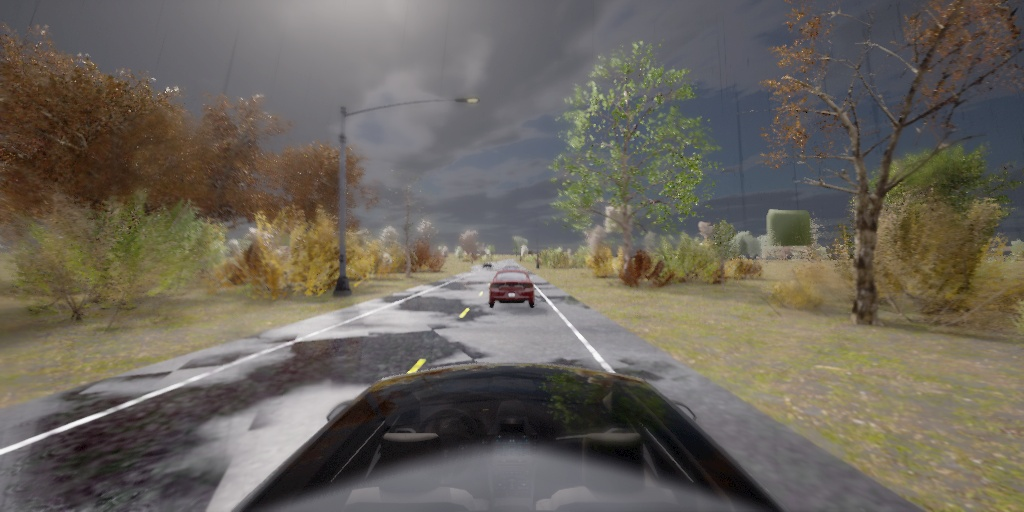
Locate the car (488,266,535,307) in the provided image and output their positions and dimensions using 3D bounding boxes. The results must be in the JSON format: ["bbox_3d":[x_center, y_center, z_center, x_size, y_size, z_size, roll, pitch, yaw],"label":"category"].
[{"bbox_3d":[-0.010,1.364,16.352,1.882,1.535,5.008,0,0,0],"label":"car"}]
